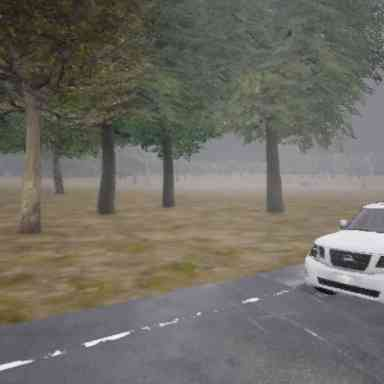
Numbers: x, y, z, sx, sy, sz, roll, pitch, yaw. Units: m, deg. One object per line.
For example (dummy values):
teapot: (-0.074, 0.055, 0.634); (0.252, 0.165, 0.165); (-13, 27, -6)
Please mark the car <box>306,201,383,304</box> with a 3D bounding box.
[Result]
car: (4.993, 1.233, 7.672); (5.566, 2.045, 2.150); (0, 0, -37)
